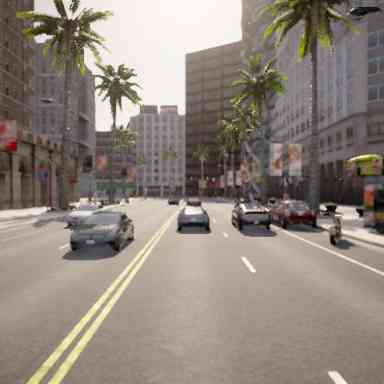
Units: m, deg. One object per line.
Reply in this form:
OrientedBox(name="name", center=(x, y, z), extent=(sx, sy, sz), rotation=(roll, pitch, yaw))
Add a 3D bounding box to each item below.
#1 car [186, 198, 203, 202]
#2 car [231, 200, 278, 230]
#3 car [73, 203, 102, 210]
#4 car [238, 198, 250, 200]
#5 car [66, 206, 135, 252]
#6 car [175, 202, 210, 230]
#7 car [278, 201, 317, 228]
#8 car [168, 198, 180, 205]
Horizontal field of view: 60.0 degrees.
OrientedBox(name="car", center=(0.268, 1.481, 40.675), extent=(1.882, 1.535, 5.008), rotation=(0, 0, 1))
OrientedBox(name="car", center=(3.596, 1.493, 20.926), extent=(2.128, 1.511, 4.902), rotation=(0, 0, 0))
OrientedBox(name="car", center=(-7.089, 1.529, 23.033), extent=(1.812, 1.442, 4.674), rotation=(0, 0, 0))
OrientedBox(name="car", center=(6.898, 1.517, 44.227), extent=(2.161, 1.482, 4.786), rotation=(0, 0, 0))
OrientedBox(name="car", center=(-3.599, 1.527, 14.127), extent=(1.812, 1.442, 4.674), rotation=(0, 0, 0))
OrientedBox(name="car", center=(0.096, 1.564, 21.352), extent=(1.994, 1.385, 4.181), rotation=(0, 0, 0))
OrientedBox(name="car", center=(6.595, 1.356, 22.298), extent=(2.185, 1.767, 4.553), rotation=(0, 0, 0))
OrientedBox(name="car", center=(-3.151, 1.674, 57.632), extent=(1.895, 1.301, 4.718), rotation=(0, 0, 1))
